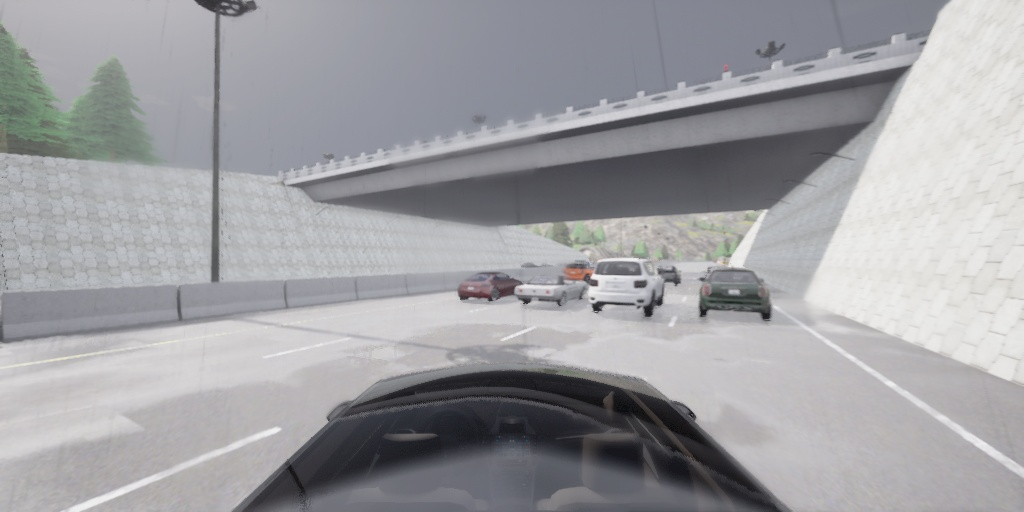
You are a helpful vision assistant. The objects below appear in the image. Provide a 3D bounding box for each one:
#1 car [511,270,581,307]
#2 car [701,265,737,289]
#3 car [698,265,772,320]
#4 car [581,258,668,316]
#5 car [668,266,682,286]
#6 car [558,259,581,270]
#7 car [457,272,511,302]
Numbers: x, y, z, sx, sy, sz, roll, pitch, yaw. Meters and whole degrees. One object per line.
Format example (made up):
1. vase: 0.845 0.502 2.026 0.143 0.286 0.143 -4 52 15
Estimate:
1. car: 2.010 1.513 16.727 1.895 1.301 4.718 0 -1 29
2. car: 15.399 1.499 26.858 2.128 1.511 4.902 0 -1 29
3. car: 8.263 1.221 13.572 2.097 1.767 4.553 0 -1 29
4. car: 4.765 1.109 14.476 2.150 2.045 5.566 0 0 28
5. car: 12.313 1.521 28.509 2.128 1.511 4.902 0 -1 29
6. car: 6.110 1.422 31.754 2.097 1.767 4.553 0 -1 29
7. car: -0.962 1.500 18.583 1.994 1.385 4.181 0 -1 29
